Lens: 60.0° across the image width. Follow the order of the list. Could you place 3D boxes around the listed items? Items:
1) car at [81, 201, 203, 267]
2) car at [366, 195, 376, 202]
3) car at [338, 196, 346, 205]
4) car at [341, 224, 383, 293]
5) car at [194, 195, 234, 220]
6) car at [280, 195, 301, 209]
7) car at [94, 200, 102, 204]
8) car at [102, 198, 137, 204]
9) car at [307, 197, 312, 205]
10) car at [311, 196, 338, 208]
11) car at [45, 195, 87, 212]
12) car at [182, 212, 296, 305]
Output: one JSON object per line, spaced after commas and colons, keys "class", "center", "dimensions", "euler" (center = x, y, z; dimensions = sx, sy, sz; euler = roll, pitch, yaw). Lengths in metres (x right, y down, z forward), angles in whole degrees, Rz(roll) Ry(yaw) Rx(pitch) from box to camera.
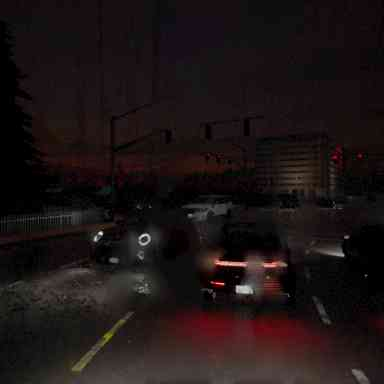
{"class": "car", "center": [-1.446, 1.352, 11.544], "dimensions": [2.097, 1.767, 4.553], "euler": [0, 0, 20]}
{"class": "car", "center": [42.671, 1.525, 79.280], "dimensions": [2.128, 1.511, 4.902], "euler": [0, 0, 32]}
{"class": "car", "center": [26.278, 1.492, 59.352], "dimensions": [2.128, 1.511, 4.902], "euler": [0, 0, 32]}
{"class": "car", "center": [5.180, 1.547, 8.554], "dimensions": [2.033, 1.411, 5.357], "euler": [0, 0, 16]}
{"class": "car", "center": [1.300, 1.258, 25.397], "dimensions": [2.150, 2.045, 5.566], "euler": [0, 0, 31]}
{"class": "car", "center": [13.415, 1.504, 45.205], "dimensions": [1.837, 1.490, 4.892], "euler": [0, 0, 32]}
{"class": "car", "center": [-9.084, 1.547, 38.037], "dimensions": [4.902, 1.511, 2.128], "euler": [0, 0, 32]}
{"class": "car", "center": [-5.986, 1.407, 31.975], "dimensions": [4.553, 1.767, 2.097], "euler": [0, 0, 32]}
{"class": "car", "center": [21.424, 1.525, 58.173], "dimensions": [1.812, 1.442, 4.674], "euler": [0, 0, 32]}
{"class": "car", "center": [19.188, 1.547, 47.899], "dimensions": [2.033, 1.411, 5.357], "euler": [0, 0, 32]}
{"class": "car", "center": [-14.117, 1.277, 37.047], "dimensions": [5.566, 2.045, 2.150], "euler": [0, 0, 32]}
{"class": "car", "center": [1.428, 1.492, 8.181], "dimensions": [2.128, 1.511, 4.902], "euler": [0, 0, 12]}
